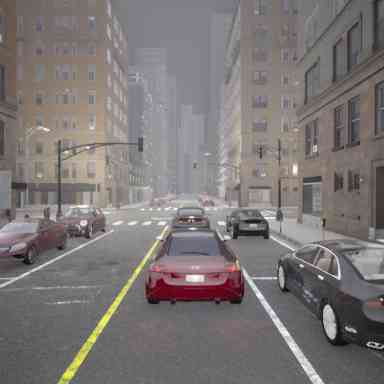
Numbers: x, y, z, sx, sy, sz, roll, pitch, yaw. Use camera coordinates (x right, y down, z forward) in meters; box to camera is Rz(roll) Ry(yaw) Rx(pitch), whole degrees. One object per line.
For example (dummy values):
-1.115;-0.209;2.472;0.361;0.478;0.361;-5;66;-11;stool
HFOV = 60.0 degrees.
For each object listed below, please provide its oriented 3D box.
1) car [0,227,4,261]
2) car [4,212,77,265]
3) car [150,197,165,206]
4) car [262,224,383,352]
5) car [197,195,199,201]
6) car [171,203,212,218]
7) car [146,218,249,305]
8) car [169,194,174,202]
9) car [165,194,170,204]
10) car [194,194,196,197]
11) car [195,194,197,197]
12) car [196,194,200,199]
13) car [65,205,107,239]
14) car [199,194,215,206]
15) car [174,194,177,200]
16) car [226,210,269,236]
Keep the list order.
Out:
-5.697;1.567;6.116;1.947;1.339;4.313;0;0;0;car
-5.725;1.584;11.617;1.802;1.307;4.206;0;0;0;car
-5.903;1.628;54.221;1.802;1.307;4.206;0;0;0;car
2.828;1.552;6.158;2.008;1.369;4.403;0;0;0;car
2.588;1.619;65.068;2.008;1.369;4.403;0;0;0;car
-0.046;1.509;17.069;1.837;1.490;4.892;0;0;0;car
0.042;1.565;8.156;1.994;1.385;4.181;0;0;-1;car
-5.989;1.641;81.093;1.752;1.417;4.829;0;0;0;car
-5.937;1.619;65.038;2.008;1.369;4.403;0;0;0;car
2.499;1.474;92.114;2.192;1.841;5.009;0;0;0;car
2.517;1.577;86.704;1.967;1.590;4.097;0;0;0;car
2.552;1.538;75.886;1.967;1.590;4.097;0;0;0;car
-5.752;1.444;17.118;1.967;1.590;4.097;0;0;0;car
2.621;1.486;54.251;1.967;1.590;4.097;0;0;0;car
-6.025;1.474;92.081;2.192;1.841;5.009;0;0;0;car
2.773;1.570;17.161;1.947;1.339;4.313;0;0;0;car
